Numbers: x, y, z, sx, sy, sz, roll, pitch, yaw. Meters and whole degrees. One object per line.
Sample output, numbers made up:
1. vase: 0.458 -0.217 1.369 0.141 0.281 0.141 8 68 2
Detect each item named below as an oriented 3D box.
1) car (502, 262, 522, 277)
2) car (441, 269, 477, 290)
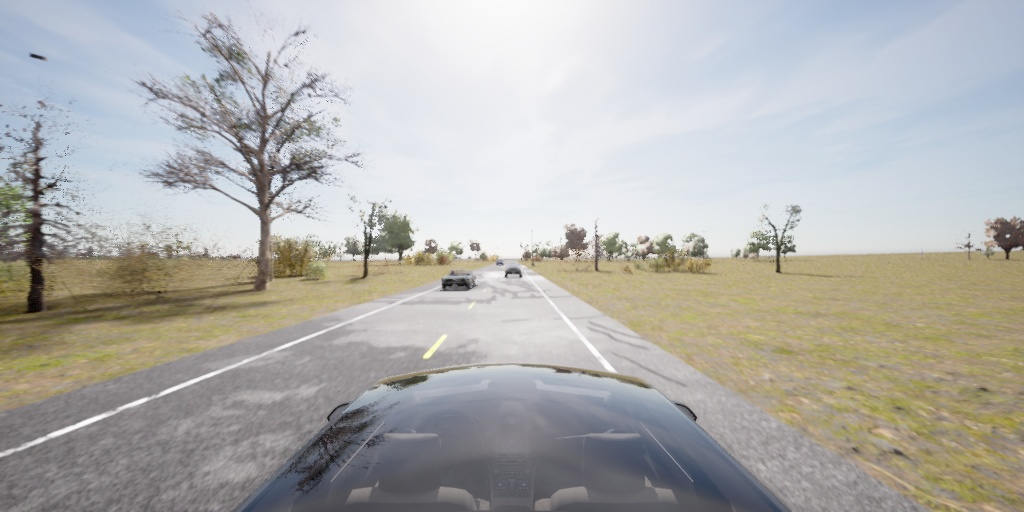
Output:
1. car: 0.159 1.593 40.517 1.812 1.442 4.674 0 0 0
2. car: -3.560 1.560 24.555 1.895 1.301 4.718 0 0 0
